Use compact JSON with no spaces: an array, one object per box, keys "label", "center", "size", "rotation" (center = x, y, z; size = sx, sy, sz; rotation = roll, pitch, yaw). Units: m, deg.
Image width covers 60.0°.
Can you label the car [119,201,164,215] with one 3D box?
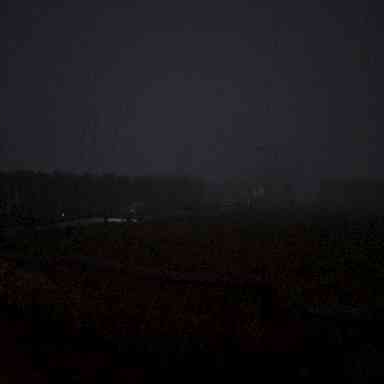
[{"label":"car","center":[-4.383,1.510,29.557],"size":[1.812,1.442,4.674],"rotation":[0,0,34]}]

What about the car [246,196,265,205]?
[{"label":"car","center":[8.650,1.305,45.091],"size":[2.128,1.511,4.902],"rotation":[0,1,22]}]

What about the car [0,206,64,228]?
[{"label":"car","center":[-10.483,1.554,20.387],"size":[2.033,1.411,5.357],"rotation":[0,0,34]}]
